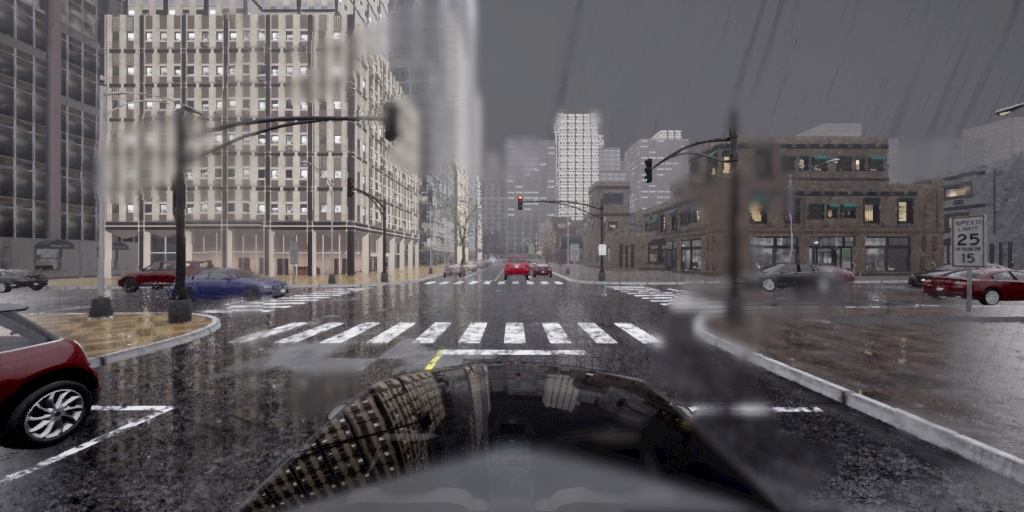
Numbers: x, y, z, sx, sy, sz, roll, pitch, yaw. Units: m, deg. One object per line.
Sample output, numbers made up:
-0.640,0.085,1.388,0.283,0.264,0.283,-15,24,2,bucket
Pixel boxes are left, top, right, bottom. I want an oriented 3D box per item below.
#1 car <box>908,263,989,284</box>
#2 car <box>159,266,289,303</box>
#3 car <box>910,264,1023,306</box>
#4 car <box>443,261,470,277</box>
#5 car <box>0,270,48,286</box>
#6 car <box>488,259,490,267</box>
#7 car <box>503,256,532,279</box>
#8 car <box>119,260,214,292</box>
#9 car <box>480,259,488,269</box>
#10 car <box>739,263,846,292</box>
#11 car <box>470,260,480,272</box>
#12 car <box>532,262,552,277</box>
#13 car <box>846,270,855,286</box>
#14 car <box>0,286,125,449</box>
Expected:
24.946,1.142,20.039,4.181,1.385,1.994,0,0,-1,car
-12.855,1.351,16.456,4.674,1.442,1.812,0,0,-1,car
19.136,1.153,14.181,4.507,1.381,1.888,0,0,-1,car
-5.522,1.342,34.748,1.802,1.307,4.207,0,0,0,car
-31.429,1.509,22.062,4.403,1.370,2.007,0,0,-1,car
-5.378,1.347,62.451,1.948,1.339,4.313,0,0,0,car
0.380,0.982,32.707,2.150,2.045,5.566,0,0,-1,car
-21.019,1.204,22.165,5.009,1.841,2.192,0,0,-1,car
-5.406,1.327,56.911,2.007,1.370,4.403,0,0,0,car
15.143,1.148,19.934,4.892,1.490,1.837,0,0,-1,car
-5.466,1.293,45.659,1.751,1.417,4.829,0,0,0,car
2.859,1.305,34.704,1.888,1.381,4.507,0,0,0,car
19.053,1.203,22.561,4.207,1.307,1.802,0,0,-1,car
-5.691,1.190,2.281,1.967,1.591,4.097,0,0,0,car
